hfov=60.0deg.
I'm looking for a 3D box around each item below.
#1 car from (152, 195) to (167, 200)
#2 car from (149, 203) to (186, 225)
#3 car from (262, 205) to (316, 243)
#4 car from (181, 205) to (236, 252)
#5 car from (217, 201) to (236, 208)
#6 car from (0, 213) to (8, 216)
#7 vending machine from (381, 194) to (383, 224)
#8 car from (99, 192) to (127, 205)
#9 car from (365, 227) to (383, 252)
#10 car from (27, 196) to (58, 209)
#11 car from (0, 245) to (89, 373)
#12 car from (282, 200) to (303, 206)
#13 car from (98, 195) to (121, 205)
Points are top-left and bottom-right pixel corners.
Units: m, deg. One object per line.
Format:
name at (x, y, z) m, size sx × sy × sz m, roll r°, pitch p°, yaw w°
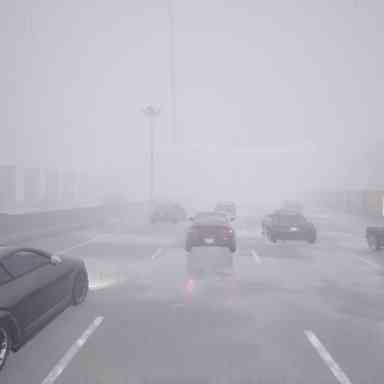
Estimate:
car at (-5.869, 1.346, 59.854) m, size 2.128 × 1.511 × 4.902 m, roll 0°, pitch 0°, yaw 12°
car at (-1.589, 1.491, 23.872) m, size 2.033 × 1.411 × 5.357 m, roll 0°, pitch 0°, yaw 8°
car at (4.534, 1.538, 16.020) m, size 1.994 × 1.385 × 4.181 m, roll 0°, pitch 0°, yaw 6°
car at (0.805, 1.496, 13.750) m, size 1.812 × 1.442 × 4.674 m, roll 0°, pitch 0°, yaw 5°
car at (3.361, 1.535, 32.554) m, size 1.895 × 1.301 × 4.718 m, roll 0°, pitch 0°, yaw 10°
car at (-12.938, 1.531, 19.103) m, size 1.895 × 1.301 × 4.718 m, roll 0°, pitch 0°, yaw 6°
vending machine at (13.834, 1.173, 23.027) m, size 1.100 × 2.100 × 0.880 m, roll 0°, pitch 0°, yaw 9°
car at (-11.568, 1.089, 49.282) m, size 2.150 × 2.045 × 5.566 m, roll 0°, pitch 0°, yaw 11°
car at (7.561, 1.592, 10.870) m, size 1.895 × 1.301 × 4.718 m, roll 0°, pitch 0°, yaw 4°
car at (-19.678, 1.351, 44.014) m, size 2.128 × 1.511 × 4.902 m, roll 0°, pitch 0°, yaw 10°
car at (-3.210, 1.545, 5.354) m, size 1.994 × 1.385 × 4.181 m, roll 0°, pitch 0°, yaw 2°
car at (11.433, 1.540, 38.084) m, size 1.895 × 1.301 × 4.718 m, roll 0°, pitch 0°, yaw 10°
car at (-13.799, 1.346, 55.917) m, size 1.837 × 1.490 × 4.892 m, roll 0°, pitch 1°, yaw 12°
